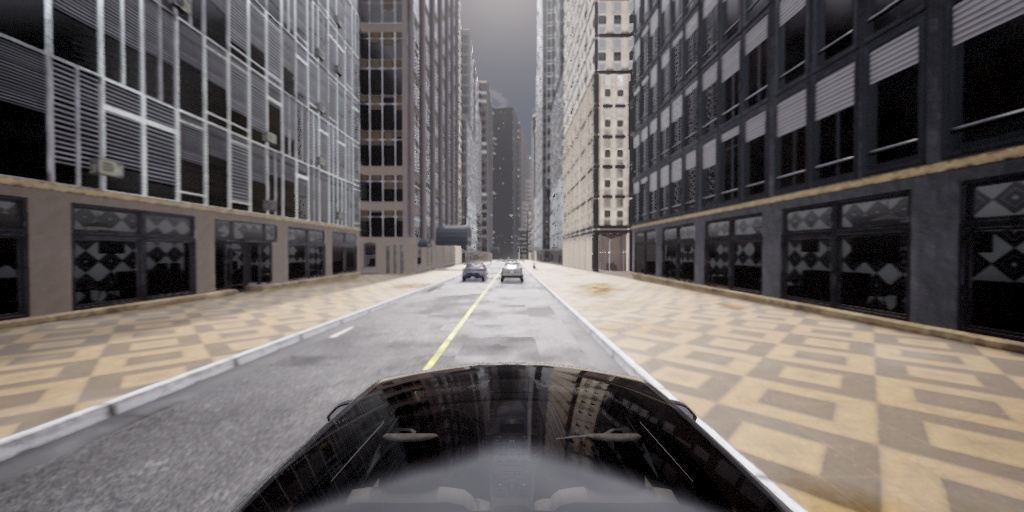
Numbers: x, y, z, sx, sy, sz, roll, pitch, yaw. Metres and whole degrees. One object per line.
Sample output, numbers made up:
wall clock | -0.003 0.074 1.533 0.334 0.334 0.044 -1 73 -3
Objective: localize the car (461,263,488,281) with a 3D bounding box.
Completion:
car | -2.990 1.279 29.961 2.033 1.411 5.357 0 0 0

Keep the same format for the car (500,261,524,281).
car | 0.021 1.273 29.124 2.033 1.411 5.357 0 0 1
